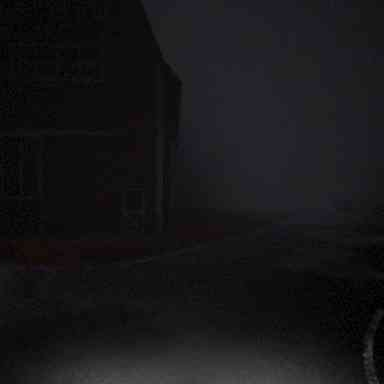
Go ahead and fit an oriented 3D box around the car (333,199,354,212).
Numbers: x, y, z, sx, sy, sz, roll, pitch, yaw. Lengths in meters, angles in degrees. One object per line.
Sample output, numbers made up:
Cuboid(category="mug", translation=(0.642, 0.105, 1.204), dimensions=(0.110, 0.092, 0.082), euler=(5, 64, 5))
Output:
Cuboid(category="car", translation=(18.746, 1.665, 41.290), dimensions=(2.128, 1.511, 4.902), euler=(0, 0, 17))
